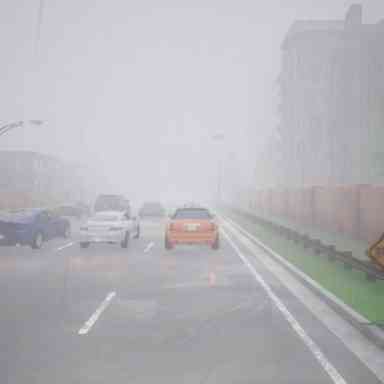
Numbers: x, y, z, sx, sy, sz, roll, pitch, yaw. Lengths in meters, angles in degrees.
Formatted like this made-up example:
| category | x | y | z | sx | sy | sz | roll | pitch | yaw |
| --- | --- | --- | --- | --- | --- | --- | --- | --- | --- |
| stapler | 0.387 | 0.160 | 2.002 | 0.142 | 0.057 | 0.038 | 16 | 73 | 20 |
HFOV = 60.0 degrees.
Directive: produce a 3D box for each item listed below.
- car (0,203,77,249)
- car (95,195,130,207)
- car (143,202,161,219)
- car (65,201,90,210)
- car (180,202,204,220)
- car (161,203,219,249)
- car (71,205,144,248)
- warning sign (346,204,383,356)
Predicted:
| category | x | y | z | sx | sy | sz | roll | pitch | yaw |
| --- | --- | --- | --- | --- | --- | --- | --- | --- | --- |
| car | -7.000 | 1.485 | 14.650 | 1.882 | 1.535 | 5.008 | 0 | 0 | 0 |
| car | -7.000 | 1.258 | 29.680 | 2.150 | 2.045 | 5.566 | 0 | 0 | 0 |
| car | -3.500 | 1.573 | 29.650 | 1.994 | 1.385 | 4.181 | 0 | 0 | 0 |
| car | -10.500 | 1.534 | 29.650 | 1.812 | 1.442 | 4.674 | 0 | 0 | 0 |
| car | 0.000 | 1.617 | 29.680 | 1.895 | 1.301 | 4.718 | 0 | 0 | 0 |
| car | 0.000 | 1.367 | 14.620 | 2.097 | 1.767 | 4.553 | 0 | 0 | 0 |
| car | -3.500 | 1.534 | 14.650 | 1.812 | 1.442 | 4.674 | 0 | 0 | 0 |
| warning sign | 3.050 | 1.115 | 4.648 | 1.300 | 1.860 | 1.060 | 0 | 0 | 0 |
